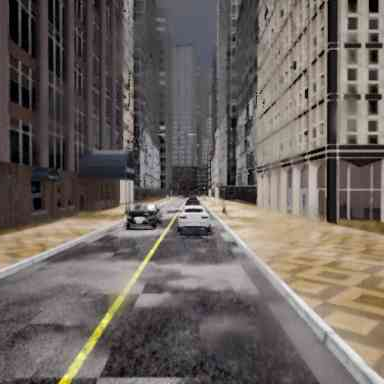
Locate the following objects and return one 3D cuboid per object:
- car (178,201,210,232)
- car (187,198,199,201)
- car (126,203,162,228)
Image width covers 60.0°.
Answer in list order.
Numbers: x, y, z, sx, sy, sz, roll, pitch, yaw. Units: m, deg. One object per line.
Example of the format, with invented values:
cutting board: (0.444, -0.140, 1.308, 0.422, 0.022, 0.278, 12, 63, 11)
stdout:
car: (0.108, 1.519, 20.121, 1.812, 1.442, 4.674, 0, 0, 0)
car: (0.118, 1.508, 43.874, 1.837, 1.490, 4.892, 0, 0, 0)
car: (-3.054, 1.488, 21.875, 2.128, 1.511, 4.902, 0, 0, 0)
